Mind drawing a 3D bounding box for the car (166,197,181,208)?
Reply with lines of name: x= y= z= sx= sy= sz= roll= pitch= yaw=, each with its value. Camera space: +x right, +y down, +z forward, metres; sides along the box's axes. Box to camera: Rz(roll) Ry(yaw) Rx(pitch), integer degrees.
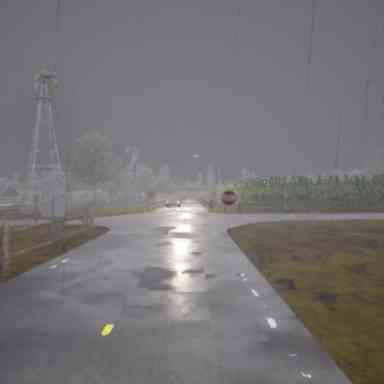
car: x=-2.734 y=1.462 z=49.357 sx=2.097 sy=1.767 sz=4.553 roll=0 pitch=-1 yaw=0
